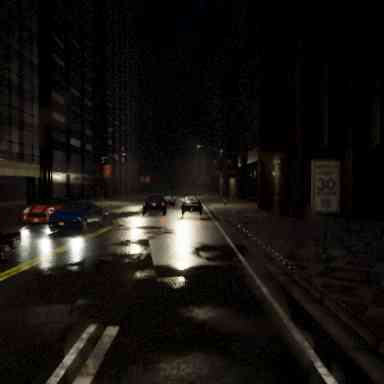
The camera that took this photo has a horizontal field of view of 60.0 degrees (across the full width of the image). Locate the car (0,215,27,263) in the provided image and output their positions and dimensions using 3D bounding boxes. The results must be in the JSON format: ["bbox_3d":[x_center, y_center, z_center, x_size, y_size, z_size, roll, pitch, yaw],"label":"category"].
[{"bbox_3d":[-6.598,1.525,8.845,1.895,1.301,4.718,0,0,0],"label":"car"}]

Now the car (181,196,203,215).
[{"bbox_3d":[0.009,1.238,30.262,2.128,1.511,4.902,0,0,1],"label":"car"}]

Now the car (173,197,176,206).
[{"bbox_3d":[-3.212,1.188,44.891,1.994,1.385,4.181,0,1,1],"label":"car"}]

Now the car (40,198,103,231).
[{"bbox_3d":[-6.598,1.315,19.312,1.882,1.535,5.008,0,0,0],"label":"car"}]

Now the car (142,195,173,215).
[{"bbox_3d":[-3.238,1.095,30.599,2.097,1.767,4.553,0,1,0],"label":"car"}]

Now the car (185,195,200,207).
[{"bbox_3d":[0.044,1.183,45.433,1.994,1.385,4.181,0,1,0],"label":"car"}]

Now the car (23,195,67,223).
[{"bbox_3d":[-9.762,1.155,23.077,2.097,1.767,4.553,0,1,0],"label":"car"}]
